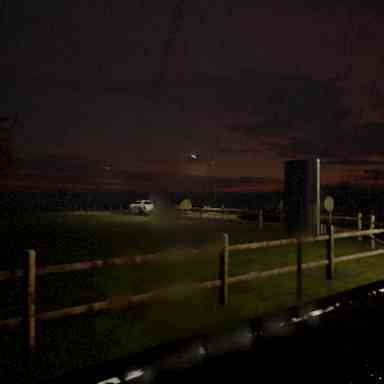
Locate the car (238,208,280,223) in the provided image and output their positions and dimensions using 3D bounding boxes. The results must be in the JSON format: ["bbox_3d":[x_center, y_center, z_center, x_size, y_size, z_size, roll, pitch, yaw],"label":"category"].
[{"bbox_3d":[6.374,2.202,32.104,1.994,1.385,4.181,1,-1,-35],"label":"car"}]

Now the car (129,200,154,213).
[{"bbox_3d":[-8.095,2.354,53.065,2.150,2.045,5.566,1,-1,-35],"label":"car"}]
